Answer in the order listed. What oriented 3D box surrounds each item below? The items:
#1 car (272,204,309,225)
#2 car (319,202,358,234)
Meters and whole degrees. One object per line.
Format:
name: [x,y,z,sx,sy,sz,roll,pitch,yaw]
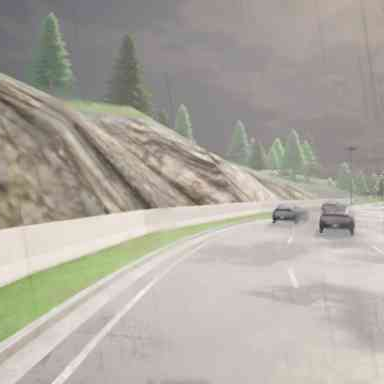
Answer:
car: [7.643,1.633,25.621,2.128,1.511,4.902,0,0,31]
car: [8.946,1.626,20.325,2.128,1.511,4.902,0,0,27]
